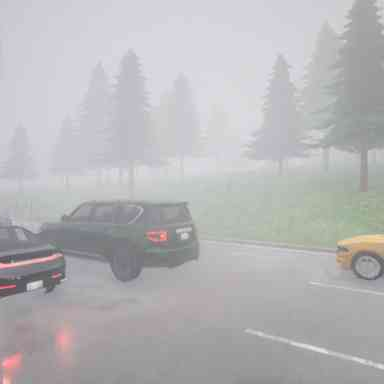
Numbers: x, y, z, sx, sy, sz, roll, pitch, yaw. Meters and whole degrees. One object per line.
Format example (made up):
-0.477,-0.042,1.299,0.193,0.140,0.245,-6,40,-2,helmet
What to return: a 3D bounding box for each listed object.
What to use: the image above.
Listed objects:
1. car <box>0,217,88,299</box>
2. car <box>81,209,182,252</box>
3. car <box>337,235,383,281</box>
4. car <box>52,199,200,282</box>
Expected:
-4.824,1.484,7.451,4.902,1.511,2.128,0,0,36,car
-2.707,1.555,14.555,4.181,1.385,1.994,0,0,35,car
6.247,1.478,8.130,5.008,1.535,1.882,0,0,35,car
-2.372,1.215,10.000,5.566,2.045,2.150,0,0,35,car
